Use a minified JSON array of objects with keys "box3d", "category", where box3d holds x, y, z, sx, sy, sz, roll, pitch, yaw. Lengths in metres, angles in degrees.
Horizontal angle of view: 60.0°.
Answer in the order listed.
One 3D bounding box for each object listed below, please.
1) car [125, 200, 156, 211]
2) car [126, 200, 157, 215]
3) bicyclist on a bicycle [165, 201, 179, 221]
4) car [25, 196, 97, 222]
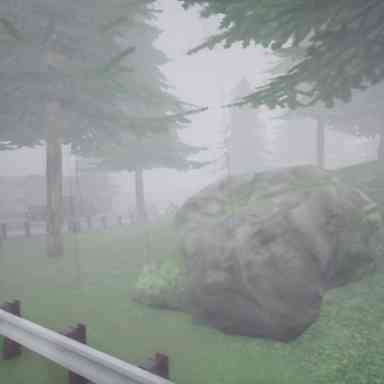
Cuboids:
[{"box3d":[-7.024,1.762,45.100,1.994,1.385,4.181,0,0,-43],"category":"car"},{"box3d":[-5.221,1.647,35.209,1.837,1.490,4.892,0,0,16],"category":"car"},{"box3d":[-1.524,1.540,26.488,1.656,1.620,0.582,-2,1,36],"category":"bicyclist on a bicycle"},{"box3d":[-10.240,1.357,26.514,2.150,2.045,5.566,0,0,36],"category":"car"}]
